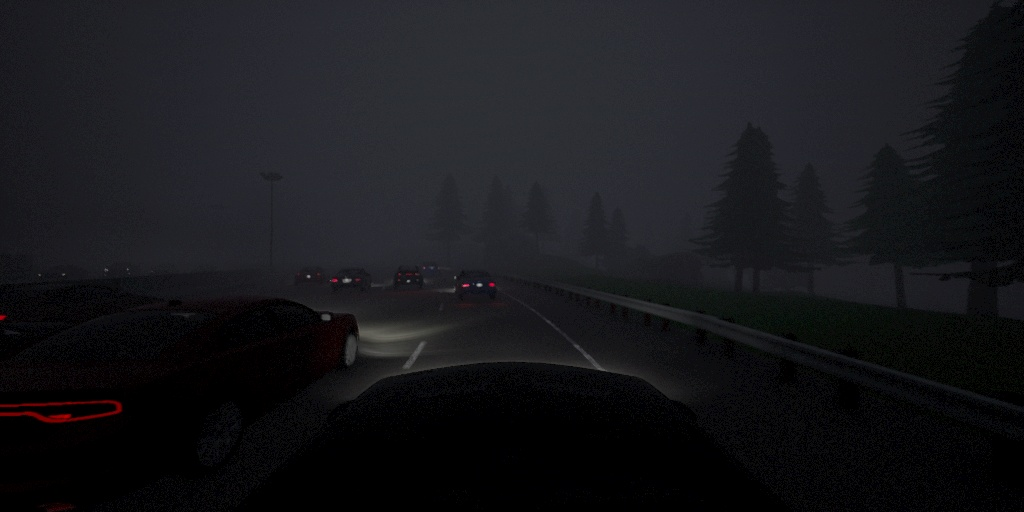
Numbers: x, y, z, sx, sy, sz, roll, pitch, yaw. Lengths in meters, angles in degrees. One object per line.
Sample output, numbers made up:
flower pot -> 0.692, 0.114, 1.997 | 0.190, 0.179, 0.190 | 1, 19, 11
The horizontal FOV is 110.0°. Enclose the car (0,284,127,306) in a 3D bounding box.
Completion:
car -> -7.180, 1.262, 3.615 | 2.128, 1.511, 4.902 | 0, 0, -2

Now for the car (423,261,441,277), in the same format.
car -> -9.444, 1.363, 40.001 | 2.097, 1.767, 4.553 | 0, 0, -25

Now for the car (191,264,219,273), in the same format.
car -> -32.748, 1.594, 38.370 | 1.994, 1.385, 4.181 | 0, 0, -34

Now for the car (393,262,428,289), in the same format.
car -> -7.217, 1.402, 24.996 | 2.128, 1.511, 4.902 | 0, 0, -16

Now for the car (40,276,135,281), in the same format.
car -> -11.095, 1.375, 8.987 | 1.994, 1.385, 4.181 | 0, 0, -6

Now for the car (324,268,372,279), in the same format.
car -> -10.146, 1.448, 22.900 | 2.033, 1.411, 5.357 | 0, 0, -16

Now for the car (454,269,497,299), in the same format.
car -> -2.020, 1.413, 19.007 | 2.033, 1.411, 5.357 | 0, 0, -12

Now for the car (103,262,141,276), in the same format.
car -> -40.594, 1.385, 37.403 | 2.097, 1.767, 4.553 | 0, 0, -37

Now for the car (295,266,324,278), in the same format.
car -> -15.718, 1.507, 28.334 | 1.994, 1.385, 4.181 | 0, 0, -20

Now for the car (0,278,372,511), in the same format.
car -> -3.729, 1.252, 4.748 | 1.882, 1.535, 5.008 | 0, 0, -3

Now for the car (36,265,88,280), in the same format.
car -> -42.230, 1.560, 33.841 | 2.033, 1.411, 5.357 | 0, -1, -35

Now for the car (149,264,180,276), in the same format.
car -> -36.572, 1.557, 37.828 | 1.812, 1.442, 4.674 | 0, 0, -36
